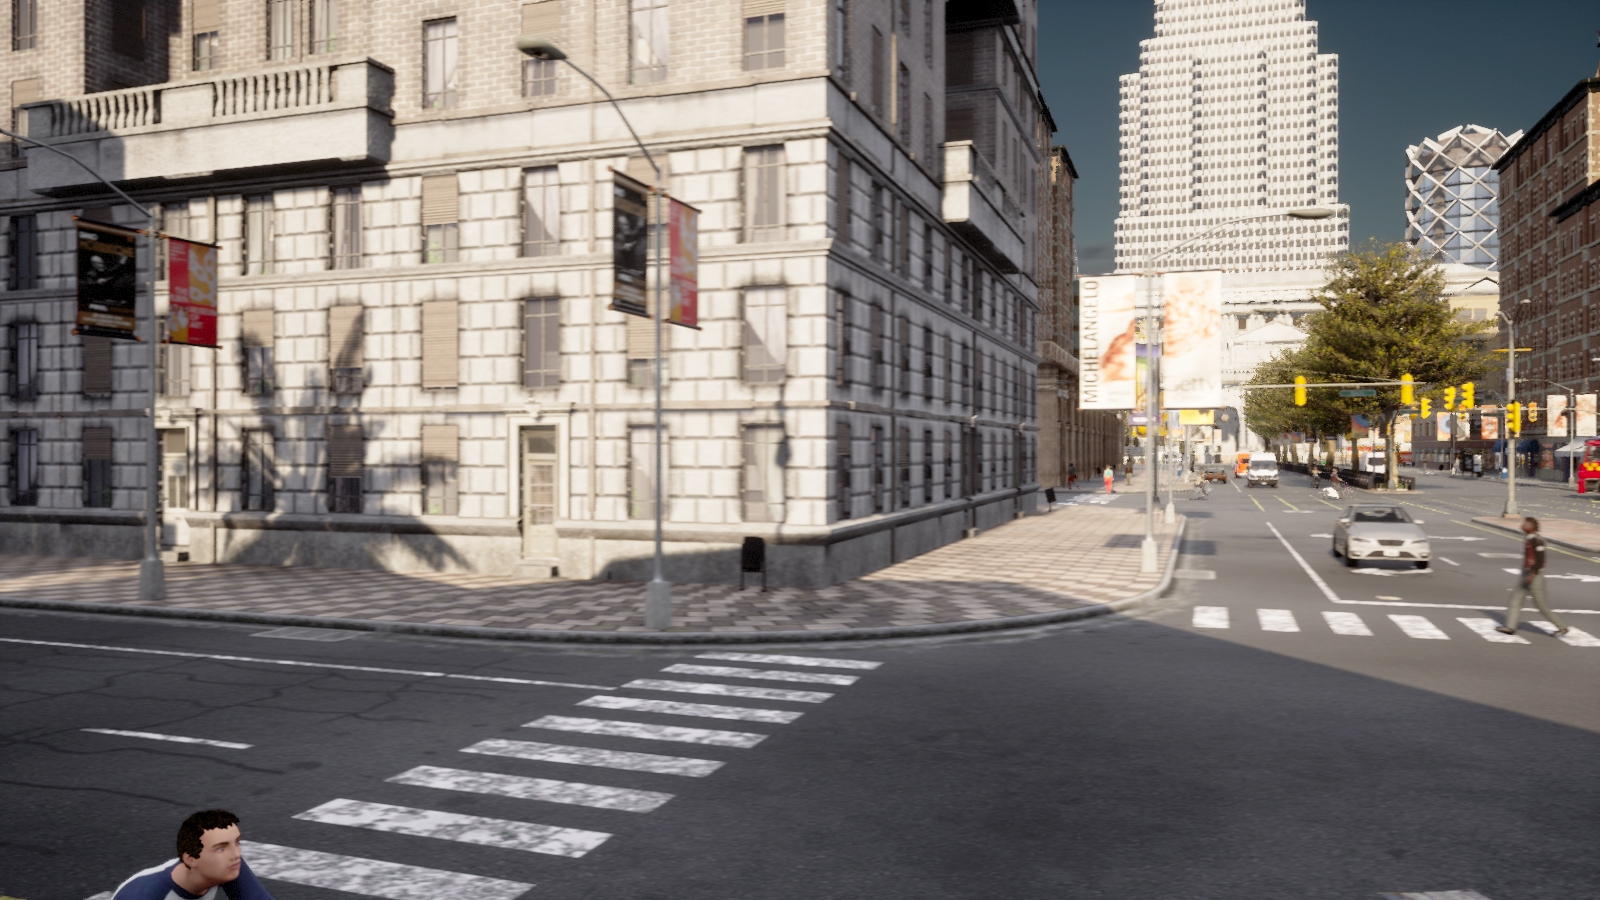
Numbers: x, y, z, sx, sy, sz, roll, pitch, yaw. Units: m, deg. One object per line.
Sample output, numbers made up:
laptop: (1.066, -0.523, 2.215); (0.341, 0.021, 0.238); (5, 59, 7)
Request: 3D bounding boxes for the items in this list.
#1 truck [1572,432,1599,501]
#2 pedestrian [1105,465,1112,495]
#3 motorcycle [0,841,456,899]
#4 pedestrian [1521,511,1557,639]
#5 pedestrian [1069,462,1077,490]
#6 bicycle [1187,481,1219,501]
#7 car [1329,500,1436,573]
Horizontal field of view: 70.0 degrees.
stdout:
truck: (47.348, 0.890, 62.140); (8.468, 3.827, 2.891); (0, 0, 44)
pedestrian: (19.213, 1.848, 71.127); (0.375, 1.860, 0.375); (0, 0, 7)
motorcycle: (-2.181, 2.213, 4.071); (2.033, 1.145, 0.803); (0, 0, 20)
pedestrian: (11.006, 1.848, 17.022); (0.375, 1.860, 0.375); (0, 0, 19)
pedestrian: (17.904, 1.696, 74.890); (0.375, 1.860, 0.375); (0, 0, 40)
bicycle: (22.142, 2.256, 62.741); (1.487, 1.080, 0.859); (0, 0, 6)
car: (14.328, 2.065, 28.304); (1.816, 1.474, 4.193); (0, 0, 19)
